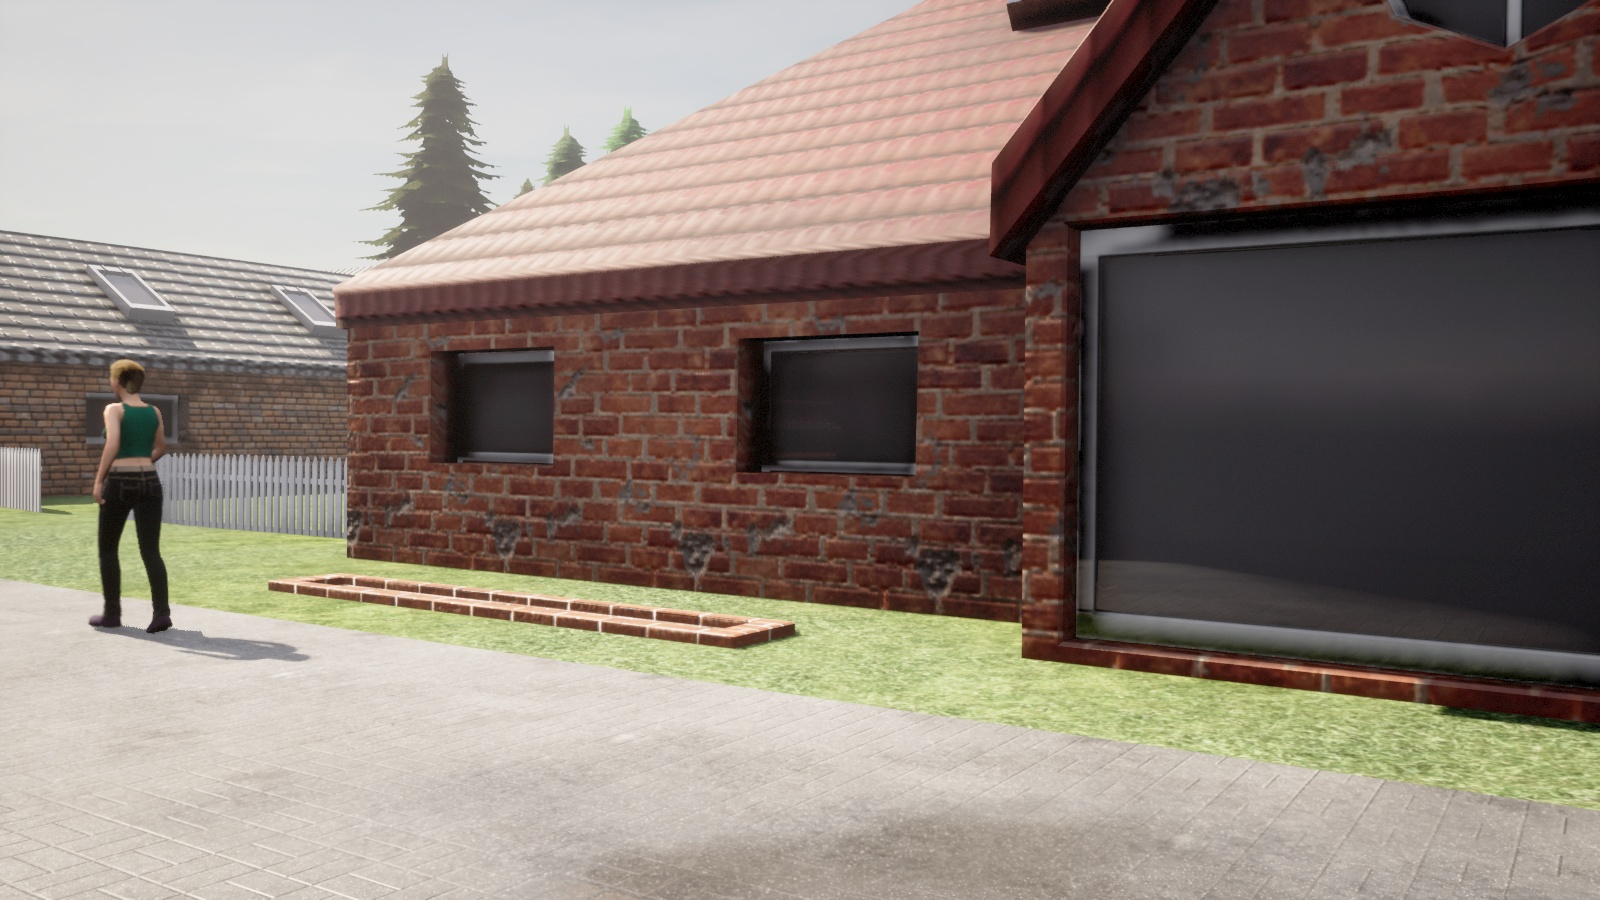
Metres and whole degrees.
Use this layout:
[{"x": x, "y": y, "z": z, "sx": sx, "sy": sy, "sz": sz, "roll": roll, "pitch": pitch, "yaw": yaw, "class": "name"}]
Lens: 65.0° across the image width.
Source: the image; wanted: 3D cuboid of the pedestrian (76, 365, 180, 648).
[{"x": -4.518, "y": 0.367, "z": 8.443, "sx": 0.594, "sy": 1.836, "sz": 0.345, "roll": 0, "pitch": 1, "yaw": 32, "class": "pedestrian"}]
